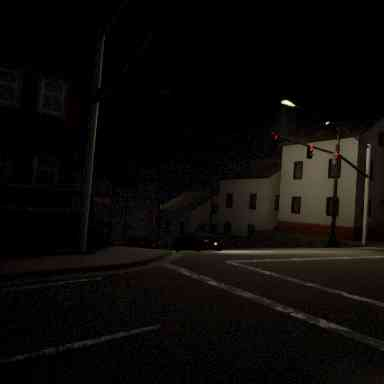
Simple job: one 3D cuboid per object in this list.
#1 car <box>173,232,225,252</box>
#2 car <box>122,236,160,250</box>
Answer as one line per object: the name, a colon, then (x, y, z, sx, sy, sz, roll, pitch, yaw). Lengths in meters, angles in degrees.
car: (0.414, 3.531, 23.618, 1.994, 1.385, 4.181, 6, -12, -35)
car: (-4.797, 4.814, 30.833, 1.882, 1.535, 5.008, 6, -15, -35)
